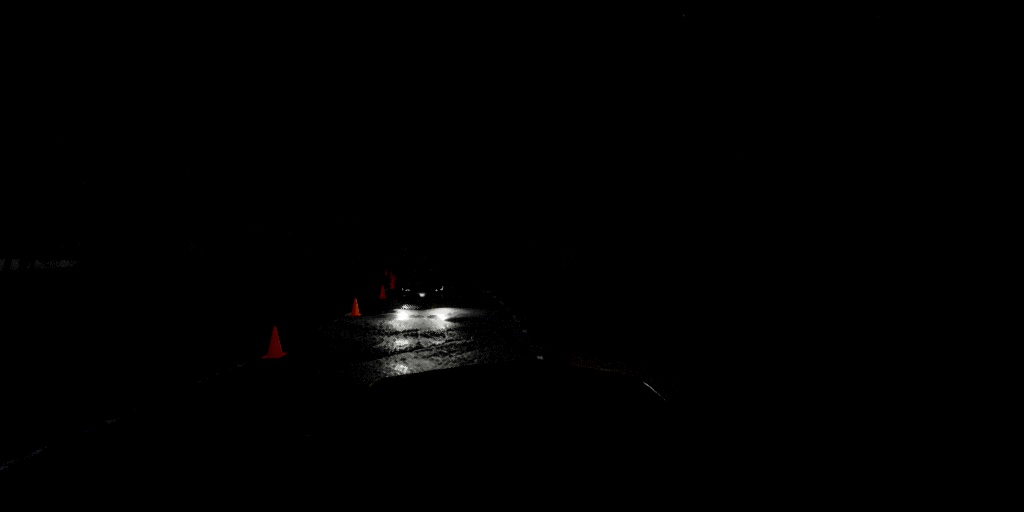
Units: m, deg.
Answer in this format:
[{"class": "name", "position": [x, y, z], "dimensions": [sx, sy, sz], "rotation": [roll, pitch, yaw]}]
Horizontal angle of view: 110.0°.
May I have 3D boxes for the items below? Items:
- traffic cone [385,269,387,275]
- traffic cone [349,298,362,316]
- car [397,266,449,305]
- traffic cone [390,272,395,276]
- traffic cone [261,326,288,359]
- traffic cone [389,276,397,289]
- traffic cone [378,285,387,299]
[{"class": "traffic cone", "position": [-12.274, 1.597, 34.972], "dimensions": [0.340, 0.580, 0.340], "rotation": [0, 0, -26]}, {"class": "traffic cone", "position": [-5.209, 1.683, 11.919], "dimensions": [0.340, 0.580, 0.340], "rotation": [0, 0, -8]}, {"class": "car", "position": [-3.897, 1.231, 16.039], "dimensions": [1.837, 1.490, 4.892], "rotation": [1, 0, -11]}, {"class": "traffic cone", "position": [-8.565, 1.632, 26.032], "dimensions": [0.340, 0.580, 0.340], "rotation": [0, 0, -19]}, {"class": "traffic cone", "position": [-4.700, 1.693, 7.104], "dimensions": [0.340, 0.580, 0.340], "rotation": [0, 0, -4]}, {"class": "traffic cone", "position": [-7.146, 1.650, 21.402], "dimensions": [0.340, 0.580, 0.340], "rotation": [0, 0, -15]}, {"class": "traffic cone", "position": [-6.026, 1.668, 16.691], "dimensions": [0.340, 0.580, 0.340], "rotation": [0, 0, -12]}]
